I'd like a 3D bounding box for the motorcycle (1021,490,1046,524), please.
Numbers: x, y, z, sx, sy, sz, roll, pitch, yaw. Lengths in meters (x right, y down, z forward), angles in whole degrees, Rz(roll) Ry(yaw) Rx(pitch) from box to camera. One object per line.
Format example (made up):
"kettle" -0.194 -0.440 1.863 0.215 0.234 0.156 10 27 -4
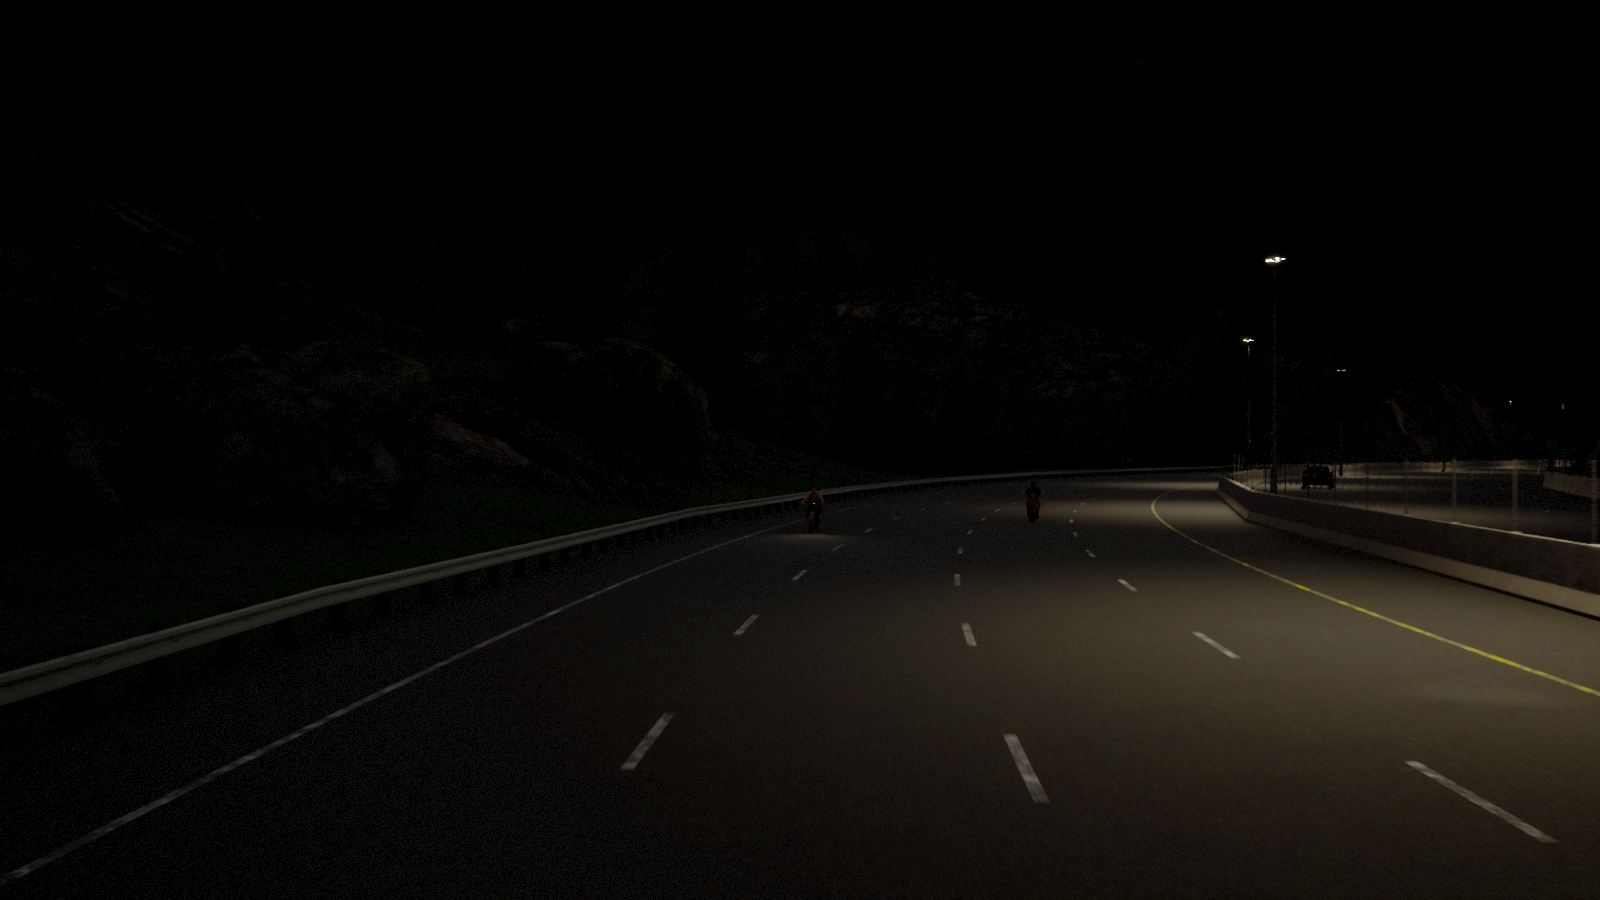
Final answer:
"motorcycle" 9.079 2.194 44.439 0.856 1.236 1.805 0 0 15

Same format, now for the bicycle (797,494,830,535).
"bicycle" 0.447 2.149 38.363 0.859 1.295 1.487 0 0 10
